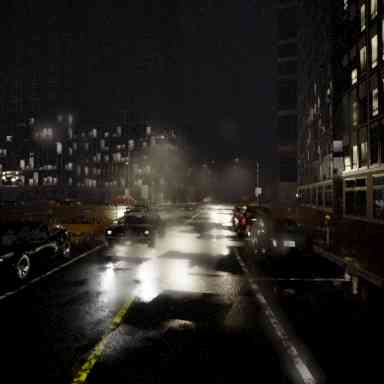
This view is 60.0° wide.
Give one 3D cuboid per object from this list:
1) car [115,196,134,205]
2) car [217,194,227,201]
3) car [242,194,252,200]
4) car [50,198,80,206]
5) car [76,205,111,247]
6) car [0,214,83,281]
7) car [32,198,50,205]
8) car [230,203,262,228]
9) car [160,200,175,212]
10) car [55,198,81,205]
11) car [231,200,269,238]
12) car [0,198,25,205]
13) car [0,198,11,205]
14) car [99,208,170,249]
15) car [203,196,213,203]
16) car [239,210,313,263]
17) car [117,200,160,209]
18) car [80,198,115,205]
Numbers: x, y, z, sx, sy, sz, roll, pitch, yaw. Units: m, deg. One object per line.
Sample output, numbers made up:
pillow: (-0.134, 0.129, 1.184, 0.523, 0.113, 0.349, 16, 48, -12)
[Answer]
car: (-13.191, 1.575, 61.473, 5.009, 1.841, 2.192, 0, -1, 15)
car: (8.108, 1.530, 89.920, 2.192, 1.841, 5.009, 1, 0, 16)
car: (12.554, 1.440, 76.074, 2.192, 1.841, 5.009, 1, 0, 15)
car: (-20.660, 1.696, 55.345, 4.403, 1.369, 2.008, 0, -1, 15)
car: (-4.894, 1.540, 15.314, 1.752, 1.417, 4.829, 1, 0, 3)
car: (-5.123, 1.575, 9.990, 1.947, 1.339, 4.313, 1, 0, 2)
car: (-29.541, 1.894, 65.949, 4.829, 1.417, 1.752, 0, -1, 15)
car: (3.651, 1.557, 23.235, 1.887, 1.381, 4.507, 1, 0, 5)
car: (-3.007, 1.595, 37.172, 2.008, 1.369, 4.403, 1, 0, 7)
car: (-23.982, 1.883, 64.425, 4.403, 1.369, 2.008, 0, -1, 15)
car: (3.264, 1.449, 17.605, 1.967, 1.590, 4.097, 1, 0, 4)
car: (-31.446, 1.767, 58.301, 4.403, 1.369, 2.008, 0, -1, 15)
car: (-40.169, 1.990, 68.861, 4.403, 1.369, 2.008, 0, -1, 15)
car: (-2.320, 1.612, 14.759, 1.895, 1.301, 4.718, 0, 0, 3)
car: (3.555, 1.675, 73.829, 1.752, 1.417, 4.829, 1, 0, 14)
car: (2.974, 1.571, 11.925, 1.947, 1.339, 4.313, 1, 0, 2)
car: (-4.131, 1.578, 26.414, 2.008, 1.369, 4.403, 1, 0, 5)
car: (-15.267, 1.675, 53.868, 4.313, 1.339, 1.947, 0, -1, 15)
